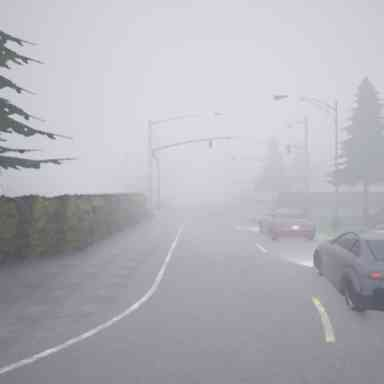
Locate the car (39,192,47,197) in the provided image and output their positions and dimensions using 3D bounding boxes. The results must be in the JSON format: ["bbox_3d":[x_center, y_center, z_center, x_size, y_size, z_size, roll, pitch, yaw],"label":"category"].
[{"bbox_3d":[-27.276,1.290,57.640,1.845,1.501,3.633,0,0,1],"label":"car"}]

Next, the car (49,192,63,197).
[{"bbox_3d":[-30.346,1.036,76.286,1.932,1.855,4.605,0,0,1],"label":"car"}]

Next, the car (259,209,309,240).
[{"bbox_3d":[4.581,1.509,16.480,1.994,1.385,4.181,0,0,2],"label":"car"}]

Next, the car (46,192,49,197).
[{"bbox_3d":[-33.263,1.028,75.959,1.905,1.878,3.866,0,0,1],"label":"car"}]

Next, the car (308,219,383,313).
[{"bbox_3d":[4.096,1.532,7.432,1.994,1.385,4.181,0,0,9],"label":"car"}]
